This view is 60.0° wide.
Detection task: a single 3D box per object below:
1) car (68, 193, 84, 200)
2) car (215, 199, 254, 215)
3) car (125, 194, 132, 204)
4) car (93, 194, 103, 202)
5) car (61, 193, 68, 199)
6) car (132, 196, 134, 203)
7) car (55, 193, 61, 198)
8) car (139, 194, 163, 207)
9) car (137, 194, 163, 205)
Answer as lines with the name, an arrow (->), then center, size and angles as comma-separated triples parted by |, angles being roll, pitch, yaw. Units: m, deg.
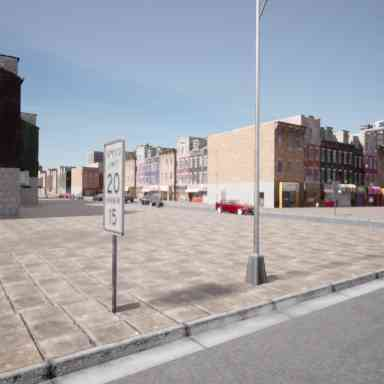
car -> -24.499, 0.966, 71.353 | 2.008, 1.369, 4.403 | 1, 0, -35
car -> 4.046, 1.368, 30.982 | 1.887, 1.381, 4.507 | 1, 0, -35
car -> -11.963, 1.047, 52.962 | 1.882, 1.535, 5.008 | 1, 0, -35
car -> -16.012, 1.041, 58.673 | 1.812, 1.442, 4.674 | 1, 0, -35
car -> -27.670, 0.925, 75.839 | 1.887, 1.381, 4.507 | 1, 0, -35
car -> -11.772, 1.074, 57.912 | 1.837, 1.490, 4.892 | 1, 0, -35
car -> -30.842, 0.893, 80.326 | 1.887, 1.381, 4.507 | 1, 0, -35
car -> -5.469, 1.230, 44.439 | 1.947, 1.339, 4.313 | 1, 0, -35
car -> -6.366, 1.149, 50.356 | 1.837, 1.490, 4.892 | 1, 0, -35
